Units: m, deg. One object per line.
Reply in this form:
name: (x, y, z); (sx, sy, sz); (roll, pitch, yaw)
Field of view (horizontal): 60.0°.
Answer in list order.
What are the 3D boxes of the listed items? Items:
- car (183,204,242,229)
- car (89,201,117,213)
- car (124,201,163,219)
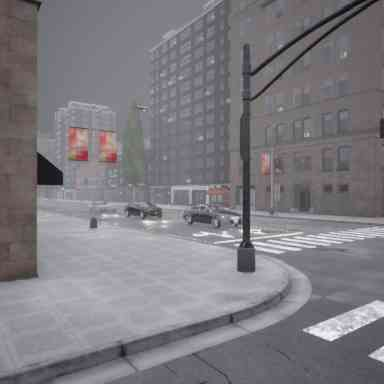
car: (1.284, 1.554, 22.549); (2.128, 1.511, 4.902); (0, 0, -36)
car: (-10.440, 1.741, 38.894); (1.895, 1.301, 4.718); (0, 0, -36)
car: (-4.538, 1.579, 30.659); (1.882, 1.535, 5.008); (0, 0, -35)
